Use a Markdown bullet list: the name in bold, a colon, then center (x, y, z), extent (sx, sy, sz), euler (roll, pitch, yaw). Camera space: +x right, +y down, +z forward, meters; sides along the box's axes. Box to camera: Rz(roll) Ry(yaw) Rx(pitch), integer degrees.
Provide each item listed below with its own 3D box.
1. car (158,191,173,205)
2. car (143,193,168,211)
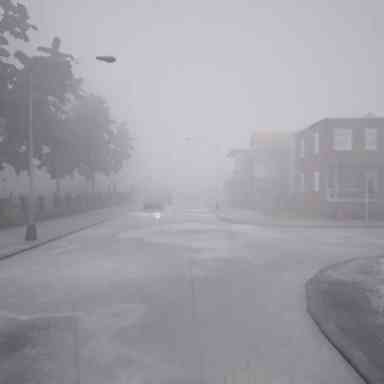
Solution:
- **car**: center (-4.033, 0.866, 48.790), extent (2.150, 2.045, 5.566), euler (0, 0, 1)
- **car**: center (-4.083, 1.213, 36.150), extent (1.882, 1.535, 5.008), euler (0, 0, 0)
